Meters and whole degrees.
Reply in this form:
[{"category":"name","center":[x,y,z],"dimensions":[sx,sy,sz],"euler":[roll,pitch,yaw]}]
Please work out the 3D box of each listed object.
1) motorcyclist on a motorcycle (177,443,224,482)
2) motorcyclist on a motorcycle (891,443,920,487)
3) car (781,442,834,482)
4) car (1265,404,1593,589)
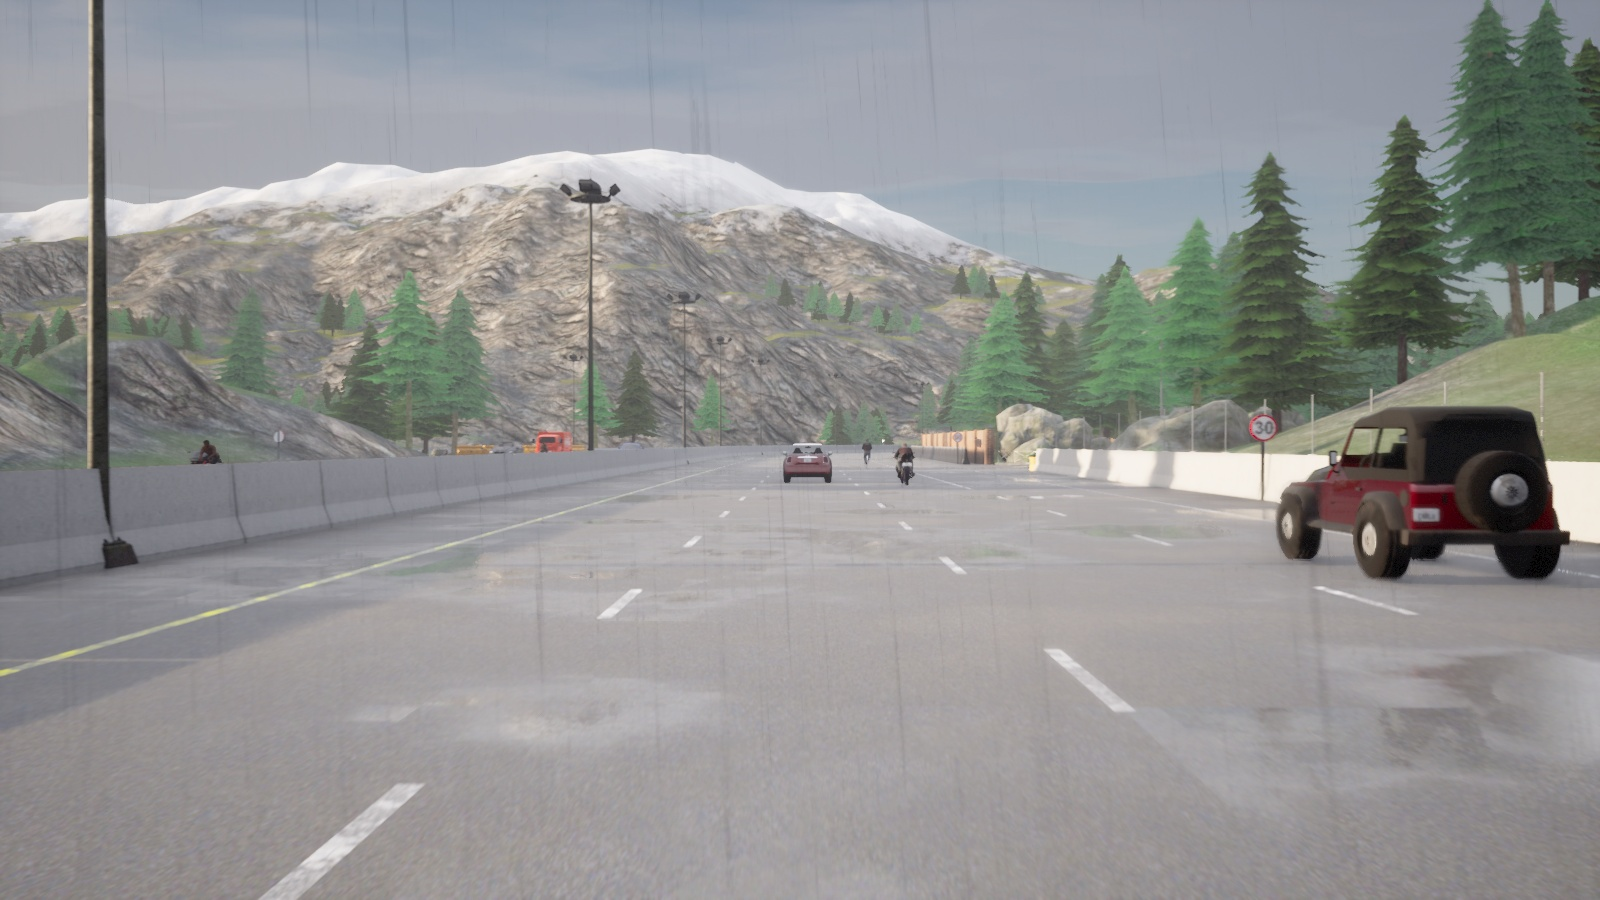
[{"category":"motorcyclist on a motorcycle","center":[-24.197,0.478,50.727],"dimensions":[0.866,1.530,2.191],"euler":[0,0,0]},{"category":"motorcyclist on a motorcycle","center":[3.772,0.531,45.229],"dimensions":[0.866,1.530,2.191],"euler":[0,0,0]},{"category":"car","center":[0.293,0.438,48.915],"dimensions":[1.970,1.475,3.806],"euler":[0,0,0]},{"category":"car","center":[7.099,0.465,14.683],"dimensions":[1.905,1.878,3.866],"euler":[0,0,0]}]
